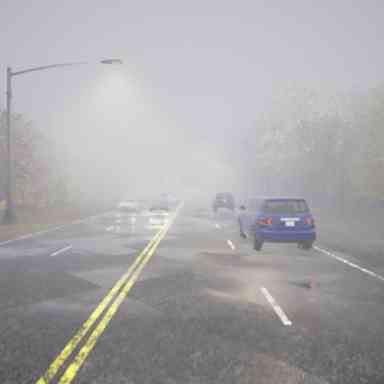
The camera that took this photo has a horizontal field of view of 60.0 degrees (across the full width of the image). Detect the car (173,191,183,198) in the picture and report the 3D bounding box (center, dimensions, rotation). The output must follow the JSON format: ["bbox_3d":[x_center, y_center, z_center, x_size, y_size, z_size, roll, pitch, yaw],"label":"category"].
[{"bbox_3d":[-3.246,0.495,75.527,2.097,1.767,4.553,0,1,0],"label":"car"}]

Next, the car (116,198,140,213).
[{"bbox_3d":[-6.591,1.330,34.856,1.812,1.442,4.674,0,0,0],"label":"car"}]

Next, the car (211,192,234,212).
[{"bbox_3d":[3.347,1.011,36.312,2.150,2.045,5.566,0,1,1],"label":"car"}]

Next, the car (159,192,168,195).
[{"bbox_3d":[-6.495,0.736,75.469,1.895,1.301,4.718,0,1,0],"label":"car"}]

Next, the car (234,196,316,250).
[{"bbox_3d":[3.352,1.162,14.090,2.150,2.045,5.566,0,0,0],"label":"car"}]

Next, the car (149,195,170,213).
[{"bbox_3d":[-3.341,1.330,34.855,1.812,1.442,4.674,0,0,0],"label":"car"}]
